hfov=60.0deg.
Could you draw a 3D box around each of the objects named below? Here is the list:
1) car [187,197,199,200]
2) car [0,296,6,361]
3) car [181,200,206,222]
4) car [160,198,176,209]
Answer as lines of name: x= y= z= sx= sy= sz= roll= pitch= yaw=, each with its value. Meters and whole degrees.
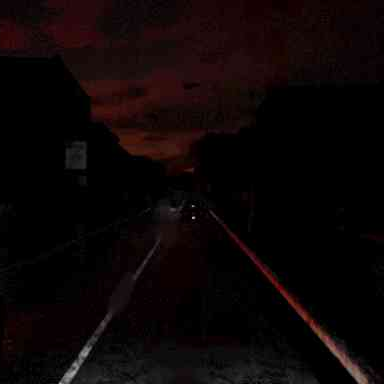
car: x=0.115 y=1.449 z=42.869 sx=1.837 sy=1.490 sz=4.892 roll=0 pitch=0 yaw=0
car: x=-3.101 y=1.504 z=1.970 sx=1.837 sy=1.490 sz=4.892 roll=0 pitch=0 yaw=0
car: x=0.110 y=1.597 z=26.588 sx=1.895 sy=1.301 sz=4.718 roll=0 pitch=0 yaw=0
car: x=-3.202 y=1.493 z=44.837 sx=1.994 sy=1.385 sz=4.181 roll=0 pitch=0 yaw=0
